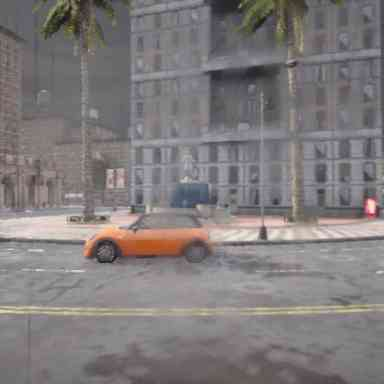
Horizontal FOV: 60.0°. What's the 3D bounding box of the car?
[{"bbox_3d":[-1.494,1.573,12.220,4.553,1.767,2.097,0,-1,-1],"label":"car"}]
